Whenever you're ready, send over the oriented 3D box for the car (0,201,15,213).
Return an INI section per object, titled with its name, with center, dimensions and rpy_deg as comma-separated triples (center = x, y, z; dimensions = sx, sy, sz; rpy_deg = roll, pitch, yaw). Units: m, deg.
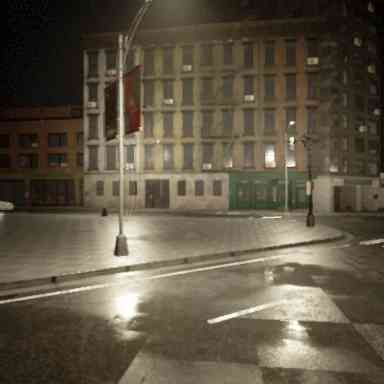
[car]
center = -17.513, 1.049, 28.204
dimensions = 4.674, 1.442, 1.812
rpy_deg = 1, 0, 8
